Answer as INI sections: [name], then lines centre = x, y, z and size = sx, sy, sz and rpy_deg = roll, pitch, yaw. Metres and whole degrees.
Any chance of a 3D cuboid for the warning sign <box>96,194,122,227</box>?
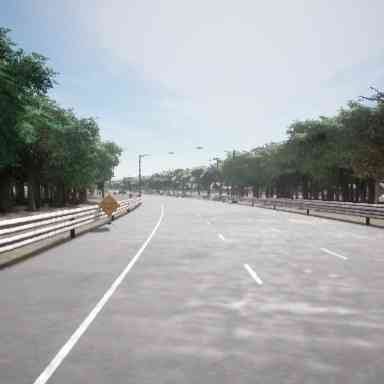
[warning sign]
centre = -4.977, 1.091, 20.021
size = 1.300, 1.860, 1.060
rpy_deg = 1, 1, -2
